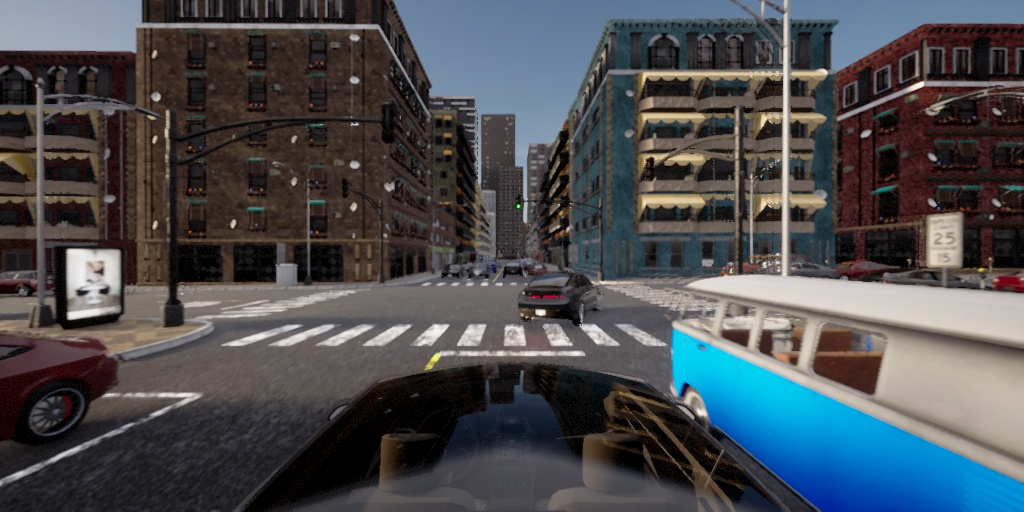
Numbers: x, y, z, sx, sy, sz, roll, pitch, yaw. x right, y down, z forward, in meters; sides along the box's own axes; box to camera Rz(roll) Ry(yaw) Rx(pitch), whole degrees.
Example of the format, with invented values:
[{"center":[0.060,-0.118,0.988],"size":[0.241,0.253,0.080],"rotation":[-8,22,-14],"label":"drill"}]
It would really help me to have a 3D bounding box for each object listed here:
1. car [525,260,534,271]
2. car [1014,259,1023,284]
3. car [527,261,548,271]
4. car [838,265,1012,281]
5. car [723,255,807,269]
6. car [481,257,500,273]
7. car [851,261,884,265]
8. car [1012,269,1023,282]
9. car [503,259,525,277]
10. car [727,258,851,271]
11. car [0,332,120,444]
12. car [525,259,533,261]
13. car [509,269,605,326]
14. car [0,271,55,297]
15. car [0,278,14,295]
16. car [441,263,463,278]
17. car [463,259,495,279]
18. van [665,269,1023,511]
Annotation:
[{"center":[2.666,1.452,40.630],"size":[1.948,1.339,4.313],"rotation":[0,0,0],"label":"car"},{"center":[31.281,0.849,19.789],"size":[4.674,1.442,1.812],"rotation":[-1,0,-1],"label":"car"},{"center":[2.669,1.447,35.107],"size":[1.802,1.307,4.207],"rotation":[0,0,0],"label":"car"},{"center":[15.786,1.138,13.895],"size":[4.313,1.339,1.948],"rotation":[0,0,0],"label":"car"},{"center":[15.760,0.850,22.276],"size":[5.009,1.841,2.192],"rotation":[0,0,0],"label":"car"},{"center":[-3.104,1.122,46.434],"size":[2.150,2.045,5.566],"rotation":[0,1,1],"label":"car"},{"center":[21.330,1.000,22.320],"size":[4.507,1.381,1.888],"rotation":[0,0,0],"label":"car"},{"center":[21.356,1.074,13.939],"size":[4.207,1.307,1.802],"rotation":[0,0,0],"label":"car"},{"center":[0.078,1.350,37.149],"size":[1.882,1.535,5.008],"rotation":[0,0,0],"label":"car"},{"center":[15.024,1.049,19.678],"size":[4.902,1.511,2.128],"rotation":[-1,0,0],"label":"car"},{"center":[-5.692,1.335,2.709],"size":[1.802,1.307,4.207],"rotation":[0,0,0],"label":"car"},{"center":[2.659,1.474,51.677],"size":[1.888,1.381,4.507],"rotation":[0,0,0],"label":"car"},{"center":[1.771,1.291,12.082],"size":[1.837,1.490,4.892],"rotation":[-2,0,24],"label":"car"},{"center":[-30.273,1.642,22.044],"size":[4.097,1.591,1.967],"rotation":[0,0,0],"label":"car"},{"center":[-22.400,1.677,13.466],"size":[4.403,1.370,2.007],"rotation":[0,0,0],"label":"car"},{"center":[-5.712,1.431,35.114],"size":[1.948,1.339,4.313],"rotation":[0,0,0],"label":"car"},{"center":[-3.111,1.355,34.642],"size":[2.128,1.511,4.902],"rotation":[0,0,0],"label":"car"},{"center":[2.689,1.094,2.713],"size":[1.690,1.789,3.998],"rotation":[0,0,0],"label":"van"}]
